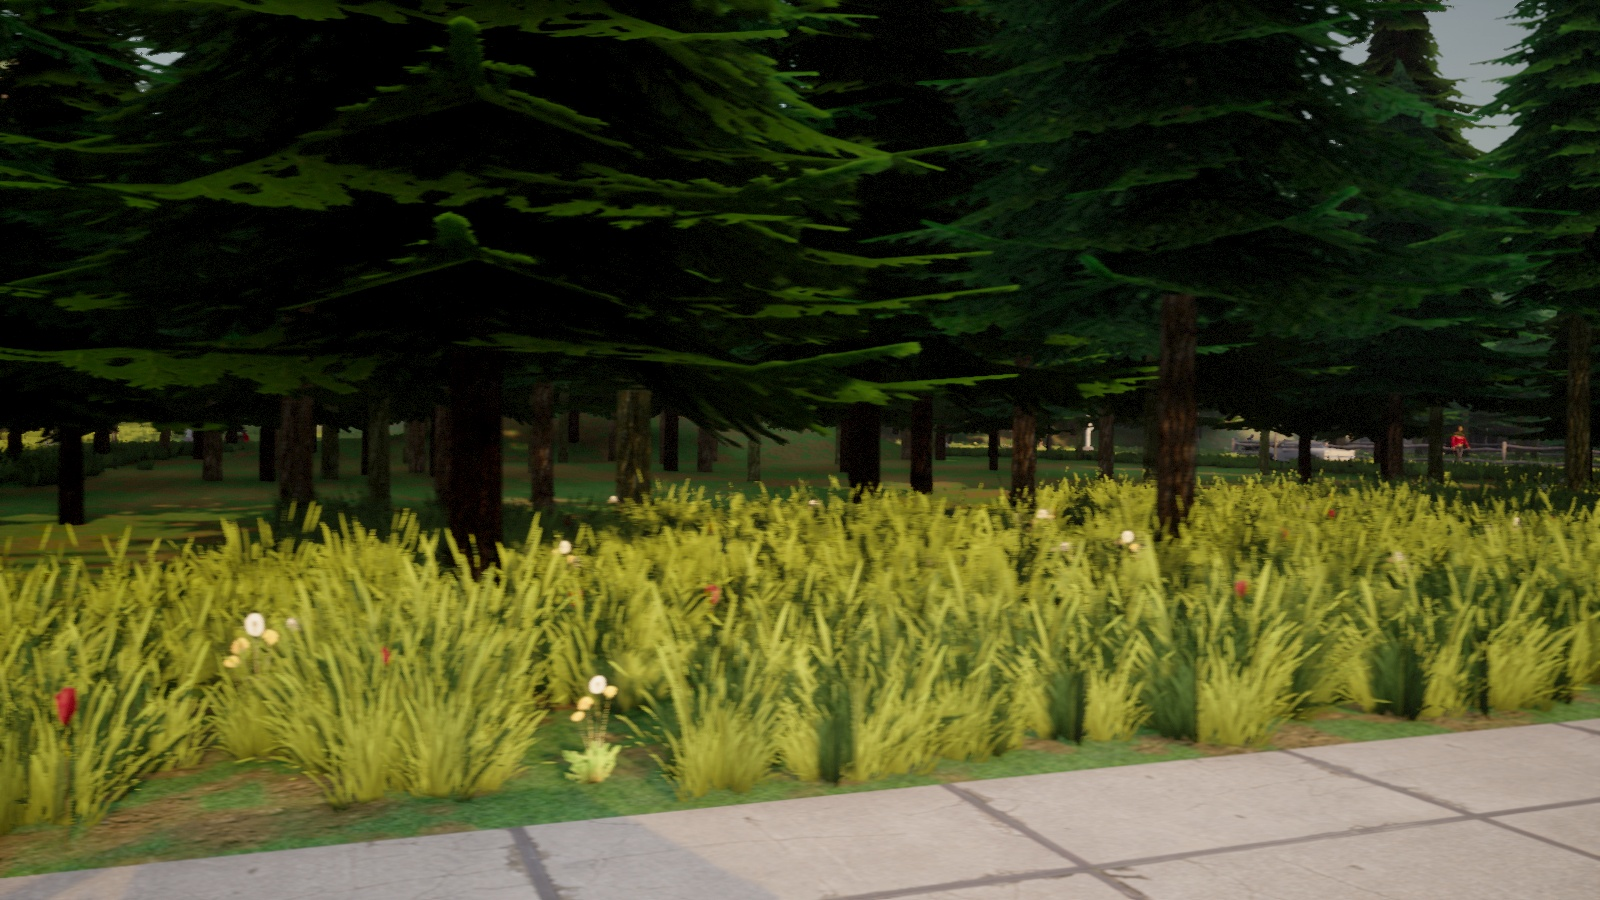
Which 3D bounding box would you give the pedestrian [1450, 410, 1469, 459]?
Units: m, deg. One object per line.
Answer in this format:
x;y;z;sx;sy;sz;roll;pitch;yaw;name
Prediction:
25.135;-0.581;47.889;0.331;1.846;0.636;-1;1;-8;pedestrian

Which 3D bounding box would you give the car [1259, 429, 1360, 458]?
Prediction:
24.556;-0.341;60.695;1.895;1.301;4.718;-1;1;-20;car
